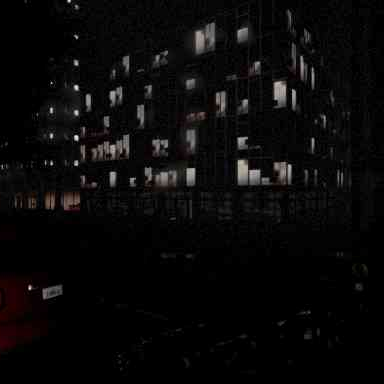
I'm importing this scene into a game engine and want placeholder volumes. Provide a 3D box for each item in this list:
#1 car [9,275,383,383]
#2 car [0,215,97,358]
[{"bbox_3d":[0.832,1.566,2.284,4.313,1.339,1.947,0,0,36],"label":"car"},{"bbox_3d":[-3.663,1.315,5.493,5.009,1.841,2.192,0,0,36],"label":"car"}]
